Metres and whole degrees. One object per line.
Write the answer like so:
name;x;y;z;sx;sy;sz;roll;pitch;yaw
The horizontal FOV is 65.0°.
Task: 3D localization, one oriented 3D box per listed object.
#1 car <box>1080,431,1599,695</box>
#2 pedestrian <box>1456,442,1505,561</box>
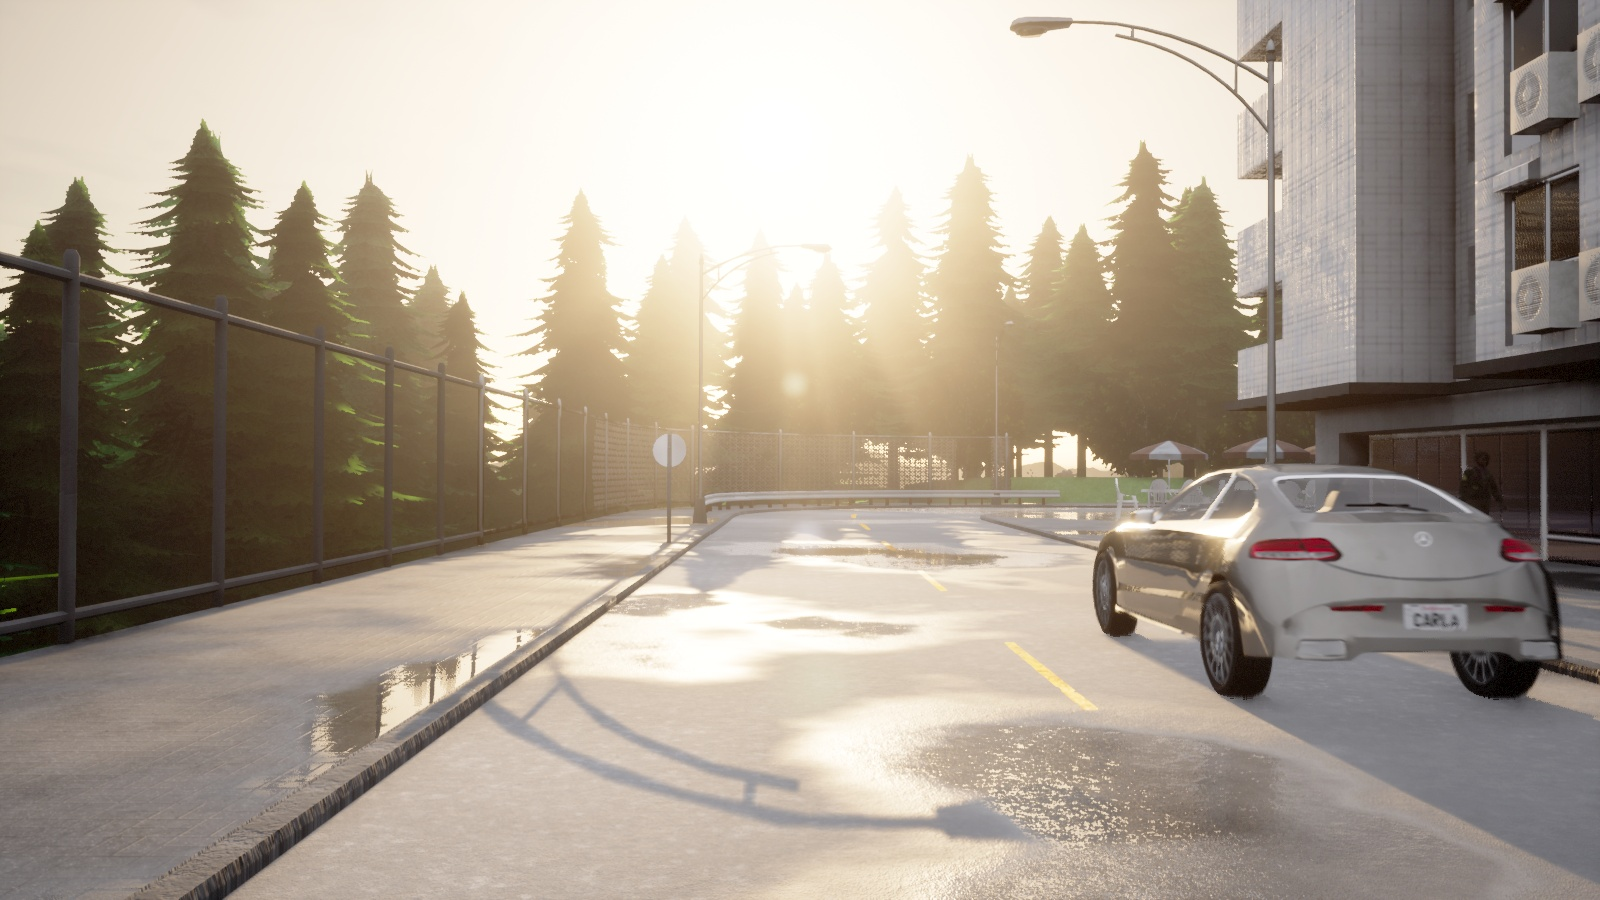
car;3.967;0.752;10.422;2.152;1.651;5.027;0;-1;0
pedestrian;11.188;0.841;20.651;0.395;1.930;0.692;0;-1;0
